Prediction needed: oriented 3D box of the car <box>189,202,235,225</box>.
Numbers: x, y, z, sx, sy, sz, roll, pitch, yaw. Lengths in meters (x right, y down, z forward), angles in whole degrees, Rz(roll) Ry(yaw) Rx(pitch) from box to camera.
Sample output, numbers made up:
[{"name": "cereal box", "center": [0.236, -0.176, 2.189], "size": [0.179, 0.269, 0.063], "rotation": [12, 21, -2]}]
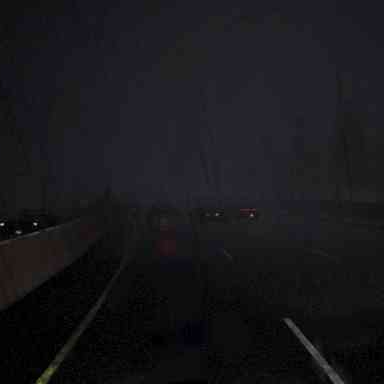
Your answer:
[{"name": "car", "center": [1.106, 1.536, 24.194], "size": [2.033, 1.411, 5.357], "rotation": [0, 0, -12]}]

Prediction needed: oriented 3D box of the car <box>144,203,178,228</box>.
[{"name": "car", "center": [-2.072, 1.495, 22.076], "size": [1.837, 1.490, 4.892], "rotation": [0, 0, -11]}]

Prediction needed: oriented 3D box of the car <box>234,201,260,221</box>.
[{"name": "car", "center": [3.916, 1.492, 27.254], "size": [1.837, 1.490, 4.892], "rotation": [0, 0, -13]}]

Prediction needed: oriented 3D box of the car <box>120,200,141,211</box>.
[{"name": "car", "center": [-7.583, 1.582, 40.487], "size": [1.895, 1.301, 4.718], "rotation": [0, 0, -22]}]
